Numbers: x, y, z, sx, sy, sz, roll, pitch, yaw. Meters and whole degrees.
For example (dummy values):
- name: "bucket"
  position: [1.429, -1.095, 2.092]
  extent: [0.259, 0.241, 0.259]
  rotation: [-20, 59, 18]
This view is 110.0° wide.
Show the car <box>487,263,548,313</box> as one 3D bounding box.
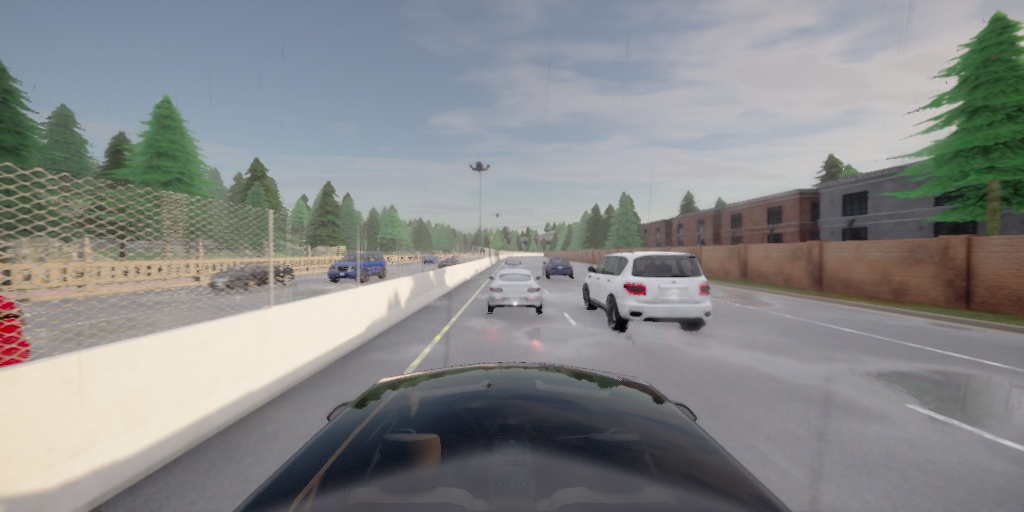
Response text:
- name: "car"
  position: [0.097, 1.166, 13.200]
  extent: [1.812, 1.442, 4.674]
  rotation: [0, 1, 0]

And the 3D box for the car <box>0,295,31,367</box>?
- name: "car"
  position: [-7.099, 0.963, 2.058]
  extent: [2.150, 2.045, 5.566]
  rotation: [0, 1, 0]

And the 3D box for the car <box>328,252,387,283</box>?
- name: "car"
  position: [-10.588, 0.740, 25.121]
  extent: [2.150, 2.045, 5.566]
  rotation: [0, 1, 0]

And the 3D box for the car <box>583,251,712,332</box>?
- name: "car"
  position: [3.617, 0.888, 10.645]
  extent: [2.150, 2.045, 5.566]
  rotation: [0, 1, 1]

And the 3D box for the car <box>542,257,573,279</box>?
- name: "car"
  position: [3.608, 0.842, 29.006]
  extent: [2.097, 1.767, 4.553]
  rotation: [0, 1, 0]

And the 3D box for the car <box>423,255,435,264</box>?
- name: "car"
  position: [-14.005, 0.638, 62.248]
  extent: [1.882, 1.535, 5.008]
  rotation: [0, 1, 1]

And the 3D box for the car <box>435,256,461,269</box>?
- name: "car"
  position: [-7.068, 0.936, 40.803]
  extent: [1.994, 1.385, 4.181]
  rotation: [0, 0, 0]

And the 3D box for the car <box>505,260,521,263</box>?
- name: "car"
  position: [0.108, 1.035, 34.655]
  extent: [1.895, 1.301, 4.718]
  rotation: [0, 1, 0]

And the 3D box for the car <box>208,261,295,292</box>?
- name: "car"
  position: [-14.091, 1.061, 19.755]
  extent: [2.128, 1.511, 4.902]
  rotation: [0, 1, 0]
